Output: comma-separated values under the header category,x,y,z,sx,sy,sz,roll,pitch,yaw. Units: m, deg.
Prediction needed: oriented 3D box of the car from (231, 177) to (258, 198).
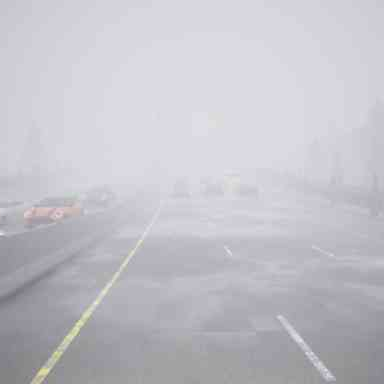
category,x,y,z,sx,sy,sz,roll,pitch,yaw
car,5.899,-0.340,36.468,1.882,1.535,5.008,0,7,-2

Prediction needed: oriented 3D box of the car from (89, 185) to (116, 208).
category,x,y,z,sx,sy,sz,roll,pitch,yaw
car,-8.043,0.295,29.049,2.097,1.767,4.553,0,5,-1

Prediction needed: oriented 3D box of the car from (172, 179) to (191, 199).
category,x,y,z,sx,sy,sz,roll,pitch,yaw
car,-1.142,-0.152,35.274,2.033,1.411,5.357,0,7,-1

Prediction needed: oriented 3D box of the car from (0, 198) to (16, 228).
category,x,y,z,sx,sy,sz,roll,pitch,yaw
car,-11.225,1.160,19.814,1.812,1.442,4.674,0,3,-1

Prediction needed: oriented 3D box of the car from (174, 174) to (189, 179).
category,x,y,z,sx,sy,sz,roll,pitch,yaw
car,-1.532,-1.826,48.102,1.882,1.535,5.008,0,7,-1

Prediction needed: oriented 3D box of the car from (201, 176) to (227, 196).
category,x,y,z,sx,sy,sz,roll,pitch,yaw
car,2.362,-0.508,37.719,1.882,1.535,5.008,0,7,-2

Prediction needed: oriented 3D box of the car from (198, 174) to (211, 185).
category,x,y,z,sx,sy,sz,roll,pitch,yaw
car,2.012,-1.866,48.529,1.882,1.535,5.008,0,7,-2

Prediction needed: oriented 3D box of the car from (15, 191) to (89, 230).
category,x,y,z,sx,sy,sz,roll,pitch,yaw
car,-7.729,1.034,18.965,2.097,1.767,4.553,0,3,-2

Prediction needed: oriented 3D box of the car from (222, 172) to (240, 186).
category,x,y,z,sx,sy,sz,roll,pitch,yaw
car,5.492,-1.849,46.457,2.150,2.045,5.566,0,7,-2
